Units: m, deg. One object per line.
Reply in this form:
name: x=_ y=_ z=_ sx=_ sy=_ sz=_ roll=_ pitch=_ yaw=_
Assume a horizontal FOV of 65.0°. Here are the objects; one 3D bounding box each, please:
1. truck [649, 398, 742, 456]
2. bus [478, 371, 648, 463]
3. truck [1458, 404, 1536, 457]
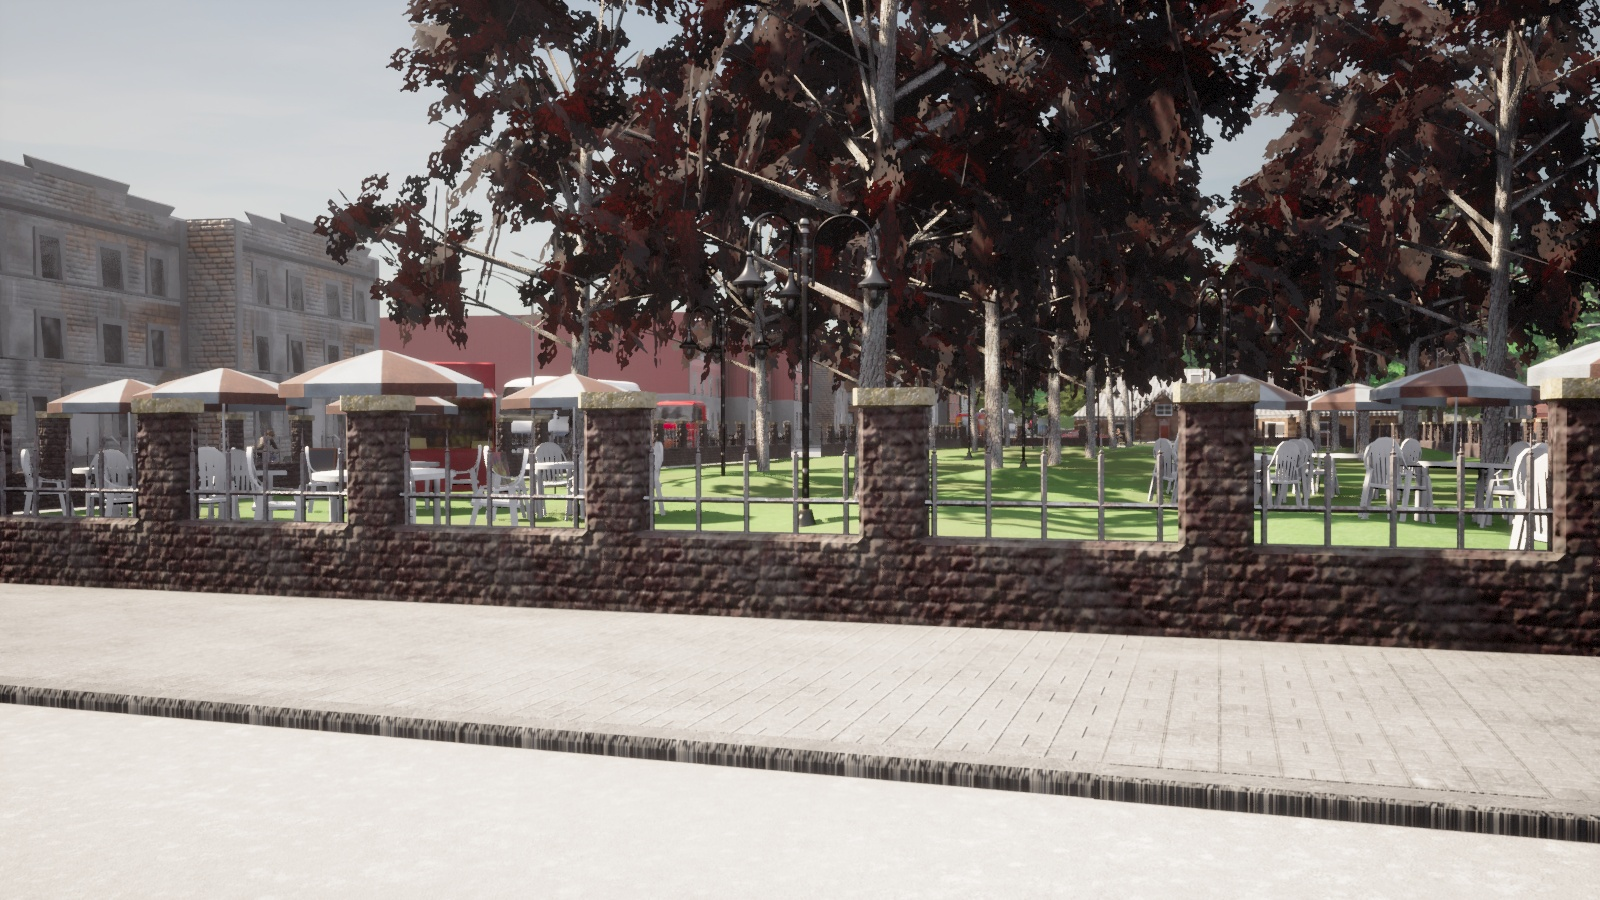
truck: x=-6.462 y=-1.446 z=79.099 sx=2.891 sy=3.462 sz=7.936 roll=1 pitch=1 yaw=18
bus: x=-11.691 y=-1.609 z=63.415 sx=3.944 sy=4.253 sz=10.273 roll=1 pitch=1 yaw=18
truck: x=47.844 y=-1.359 z=86.421 sx=2.891 sy=3.462 sz=7.936 roll=0 pitch=1 yaw=15
